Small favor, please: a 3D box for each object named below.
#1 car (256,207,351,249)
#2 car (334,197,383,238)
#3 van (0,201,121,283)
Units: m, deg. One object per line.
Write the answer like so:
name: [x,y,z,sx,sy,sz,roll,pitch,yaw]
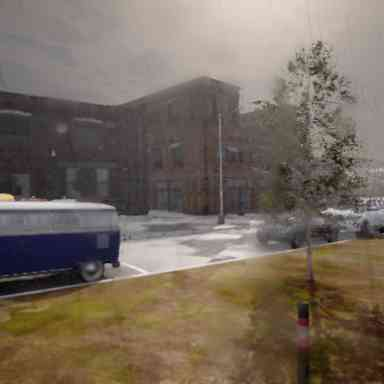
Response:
car: [4.876,1.568,14.850,4.674,1.452,2.002,2,-1,-40]
car: [9.141,1.314,18.425,5.566,2.045,2.435,2,-1,-43]
van: [-4.027,1.220,7.971,4.442,1.987,1.878,2,-1,-37]
